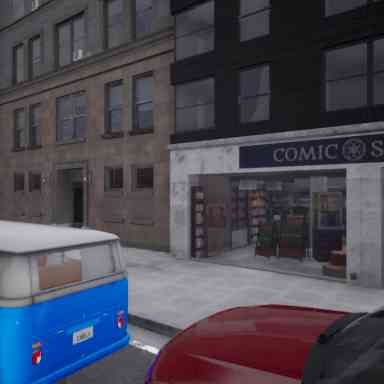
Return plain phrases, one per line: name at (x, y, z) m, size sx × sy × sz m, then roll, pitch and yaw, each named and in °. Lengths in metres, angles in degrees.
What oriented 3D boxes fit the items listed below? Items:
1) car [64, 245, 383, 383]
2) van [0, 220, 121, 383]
car at (1.917, 1.315, 1.442) m, size 5.009 × 1.841 × 2.192 m, roll 0°, pitch 0°, yaw 36°
van at (-2.704, 1.341, 4.743) m, size 3.998 × 1.788 × 1.690 m, roll 0°, pitch 0°, yaw 36°
